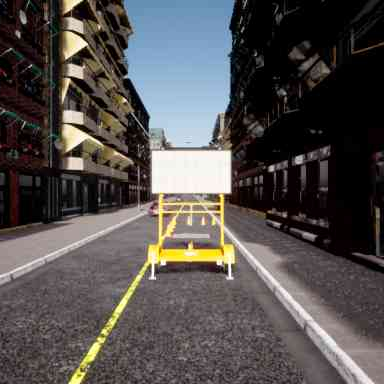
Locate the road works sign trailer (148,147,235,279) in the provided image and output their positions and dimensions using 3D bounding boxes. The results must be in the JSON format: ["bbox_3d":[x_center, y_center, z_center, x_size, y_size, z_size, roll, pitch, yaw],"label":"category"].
[{"bbox_3d":[-0.021,0.467,9.993,2.380,3.560,2.880,0,0,0],"label":"road works sign trailer"}]

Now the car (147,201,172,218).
[{"bbox_3d":[-2.917,1.539,30.617,1.812,1.442,4.674,0,0,0],"label":"car"}]

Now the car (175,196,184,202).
[{"bbox_3d":[-2.919,1.601,77.670,1.812,1.442,4.674,0,0,0],"label":"car"}]
